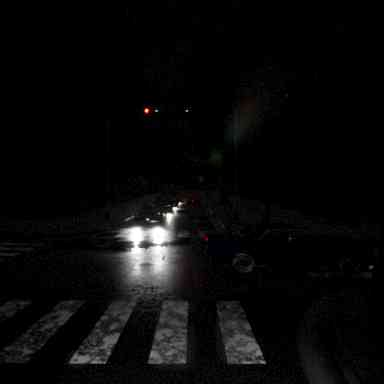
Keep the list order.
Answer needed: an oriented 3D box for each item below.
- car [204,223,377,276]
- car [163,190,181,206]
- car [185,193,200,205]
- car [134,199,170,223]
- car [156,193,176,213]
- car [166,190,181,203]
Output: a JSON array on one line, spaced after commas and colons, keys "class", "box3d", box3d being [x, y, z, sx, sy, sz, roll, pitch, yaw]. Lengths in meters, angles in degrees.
[{"class": "car", "box3d": [2.758, 1.609, 9.891, 4.718, 1.301, 1.895, 1, 1, 0]}, {"class": "car", "box3d": [-2.863, 0.729, 43.020, 2.150, 2.045, 5.566, 0, 1, 0]}, {"class": "car", "box3d": [0.078, 0.931, 45.855, 1.882, 1.535, 5.008, 0, 1, 0]}, {"class": "car", "box3d": [-2.863, 1.425, 23.674, 1.895, 1.301, 4.718, 0, 1, 0]}, {"class": "car", "box3d": [-2.867, 1.182, 33.044, 1.837, 1.490, 4.892, 0, 1, 0]}, {"class": "car", "box3d": [-2.831, 0.666, 52.751, 2.097, 1.767, 4.553, 0, 1, 0]}]
